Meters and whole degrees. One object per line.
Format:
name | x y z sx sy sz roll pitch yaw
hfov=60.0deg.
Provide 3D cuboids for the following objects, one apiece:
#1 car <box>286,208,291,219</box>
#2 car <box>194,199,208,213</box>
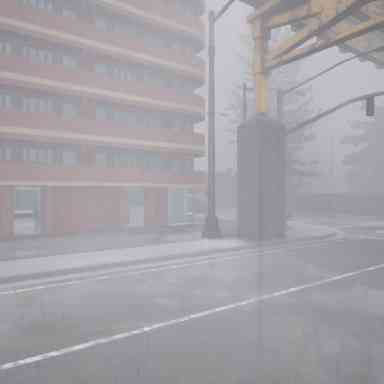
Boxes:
car | 6.239 1.526 28.463 1.812 1.442 4.674 0 0 -36
car | 0.276 1.478 36.833 1.882 1.535 5.008 0 0 -36
